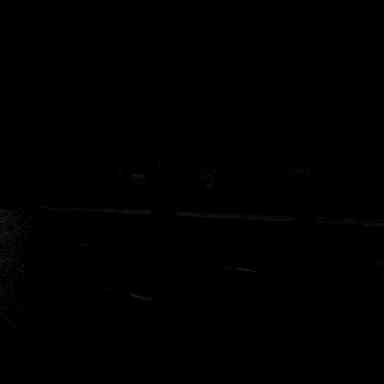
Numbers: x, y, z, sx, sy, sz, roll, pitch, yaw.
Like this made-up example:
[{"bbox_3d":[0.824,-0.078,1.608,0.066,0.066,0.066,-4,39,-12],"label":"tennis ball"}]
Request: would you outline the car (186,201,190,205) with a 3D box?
[{"bbox_3d":[1.850,1.476,52.218,5.357,1.411,2.033,0,0,-27],"label":"car"}]
